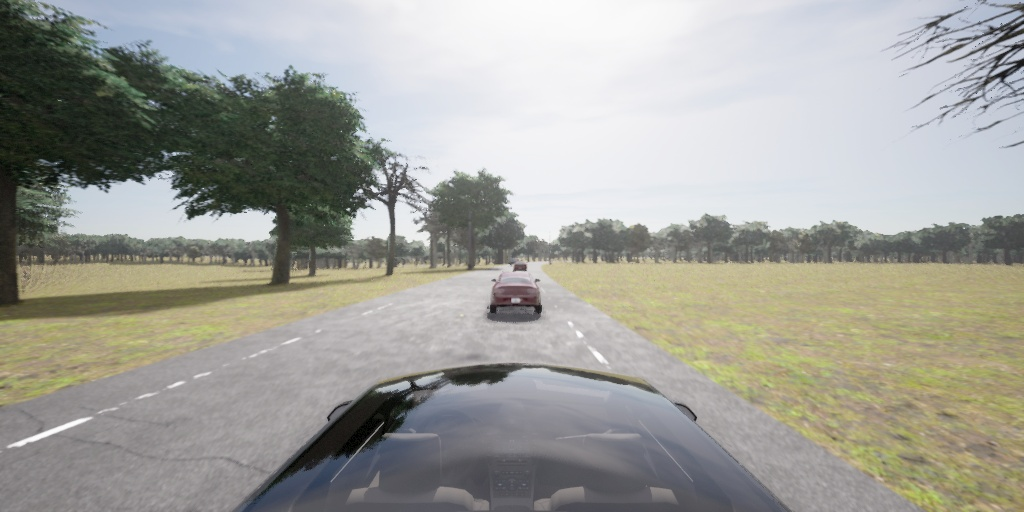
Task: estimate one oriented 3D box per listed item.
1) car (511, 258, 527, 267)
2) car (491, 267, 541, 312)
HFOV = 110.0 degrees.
[{"bbox_3d":[1.282,1.498,51.682,1.882,1.535,5.008,0,0,3],"label":"car"},{"bbox_3d":[0.152,1.340,14.396,1.812,1.442,4.674,0,0,1],"label":"car"}]
